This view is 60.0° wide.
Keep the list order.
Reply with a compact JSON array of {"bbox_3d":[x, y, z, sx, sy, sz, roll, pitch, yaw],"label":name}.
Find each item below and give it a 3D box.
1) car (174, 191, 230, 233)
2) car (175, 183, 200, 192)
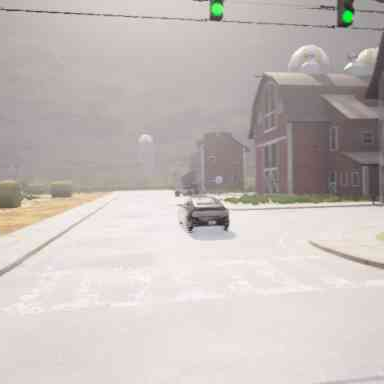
[{"bbox_3d":[0.430,0.961,15.996,2.128,1.511,4.902,-2,2,-9],"label":"car"},{"bbox_3d":[-0.682,-0.324,48.201,3.866,1.878,1.905,-2,6,39],"label":"car"}]
